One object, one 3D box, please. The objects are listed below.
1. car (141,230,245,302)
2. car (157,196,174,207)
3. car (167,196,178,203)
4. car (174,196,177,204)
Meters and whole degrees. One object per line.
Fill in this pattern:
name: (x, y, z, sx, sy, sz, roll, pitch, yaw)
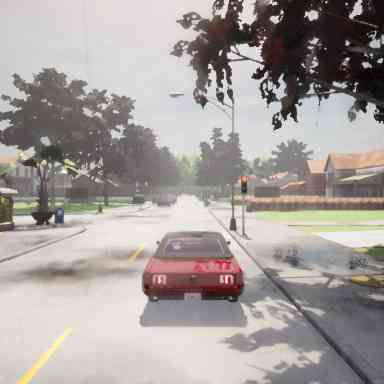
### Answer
car: (0.037, 1.601, 8.202, 1.895, 1.301, 4.718, 0, 0, 0)
car: (-4.187, 1.601, 50.826, 1.895, 1.301, 4.718, 0, 0, 0)
car: (-4.127, 1.540, 71.179, 2.033, 1.411, 5.357, 0, 0, 0)
car: (-4.175, 1.564, 60.817, 1.994, 1.385, 4.181, 0, 0, 0)
